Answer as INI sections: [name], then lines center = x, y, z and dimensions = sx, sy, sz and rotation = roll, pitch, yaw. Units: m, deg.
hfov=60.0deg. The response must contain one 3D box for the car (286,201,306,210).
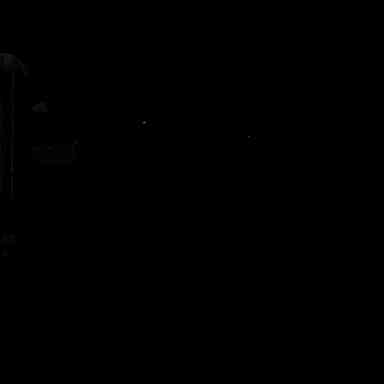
[car]
center = 15.225, 2.045, 49.179
dimensions = 2.033, 1.411, 5.357
rotation = 1, 0, 36
